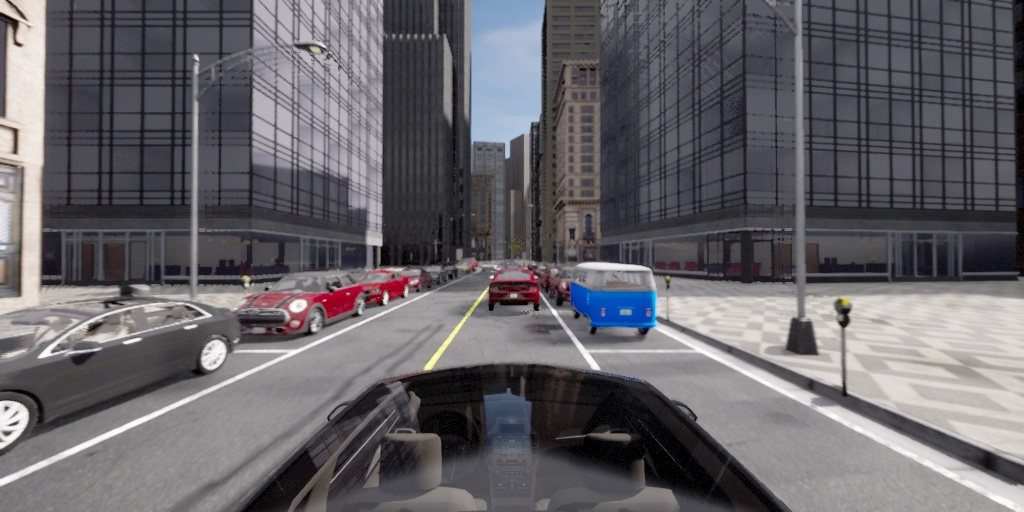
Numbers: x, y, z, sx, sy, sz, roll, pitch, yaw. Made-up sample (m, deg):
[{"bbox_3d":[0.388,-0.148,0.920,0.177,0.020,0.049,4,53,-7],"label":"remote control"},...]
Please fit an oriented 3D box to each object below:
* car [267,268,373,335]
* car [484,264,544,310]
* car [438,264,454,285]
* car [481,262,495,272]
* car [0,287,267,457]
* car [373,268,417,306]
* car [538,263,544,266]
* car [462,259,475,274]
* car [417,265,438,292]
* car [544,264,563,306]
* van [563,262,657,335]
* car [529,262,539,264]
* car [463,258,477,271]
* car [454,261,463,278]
[{"bbox_3d":[-5.855,1.192,10.288,1.967,1.591,4.097,0,0,0],"label":"car"},{"bbox_3d":[0.077,1.235,14.708,1.882,1.535,5.008,0,-1,0],"label":"car"},{"bbox_3d":[-5.852,1.330,26.664,2.007,1.370,4.403,0,0,0],"label":"car"},{"bbox_3d":[-3.054,1.459,48.375,1.895,1.301,4.718,0,0,0],"label":"car"},{"bbox_3d":[-5.856,1.301,4.829,2.007,1.370,4.403,0,0,0],"label":"car"},{"bbox_3d":[-5.854,1.303,15.747,1.888,1.381,4.507,0,0,0],"label":"car"},{"bbox_3d":[2.672,1.312,21.199,1.888,1.381,4.507,0,0,0],"label":"car"},{"bbox_3d":[-5.849,1.360,42.870,1.751,1.417,4.829,0,0,0],"label":"car"},{"bbox_3d":[-5.853,1.349,21.205,1.802,1.307,4.207,0,0,0],"label":"car"},{"bbox_3d":[2.671,1.198,15.740,1.967,1.591,4.097,0,0,0],"label":"car"},{"bbox_3d":[2.670,1.093,10.280,1.690,1.789,3.998,0,0,0],"label":"van"},{"bbox_3d":[2.674,1.376,32.118,1.802,1.307,4.207,0,0,0],"label":"car"},{"bbox_3d":[-5.848,1.173,48.500,2.192,1.841,5.009,0,0,0],"label":"car"},{"bbox_3d":[-5.851,1.360,32.123,1.948,1.339,4.313,0,0,0],"label":"car"}]
